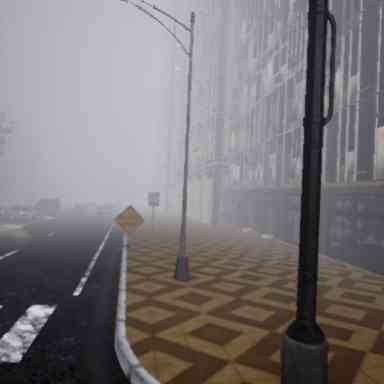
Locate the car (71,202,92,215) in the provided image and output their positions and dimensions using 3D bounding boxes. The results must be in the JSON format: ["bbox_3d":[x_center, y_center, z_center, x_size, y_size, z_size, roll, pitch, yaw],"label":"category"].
[{"bbox_3d":[-14.529,2.249,43.134,2.033,1.411,5.357,3,-2,-13],"label":"car"}]

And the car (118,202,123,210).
[{"bbox_3d":[-15.053,2.836,67.884,1.801,1.575,5.366,3,-2,-11],"label":"car"}]

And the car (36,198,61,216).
[{"bbox_3d":[-17.454,1.728,40.440,2.150,2.045,5.566,3,-2,-11],"label":"car"}]

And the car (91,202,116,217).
[{"bbox_3d":[-11.092,2.360,42.185,2.033,1.411,5.357,3,-2,-11],"label":"car"}]

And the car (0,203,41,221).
[{"bbox_3d":[-15.428,1.887,29.878,1.895,1.301,4.718,3,-2,-11],"label":"car"}]

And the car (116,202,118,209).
[{"bbox_3d":[-13.050,2.514,51.864,1.837,1.490,4.892,3,-2,-11],"label":"car"}]

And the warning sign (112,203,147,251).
[{"bbox_3d":[-2.650,1.461,14.067,1.300,1.860,1.060,4,-1,-11],"label":"warning sign"}]
